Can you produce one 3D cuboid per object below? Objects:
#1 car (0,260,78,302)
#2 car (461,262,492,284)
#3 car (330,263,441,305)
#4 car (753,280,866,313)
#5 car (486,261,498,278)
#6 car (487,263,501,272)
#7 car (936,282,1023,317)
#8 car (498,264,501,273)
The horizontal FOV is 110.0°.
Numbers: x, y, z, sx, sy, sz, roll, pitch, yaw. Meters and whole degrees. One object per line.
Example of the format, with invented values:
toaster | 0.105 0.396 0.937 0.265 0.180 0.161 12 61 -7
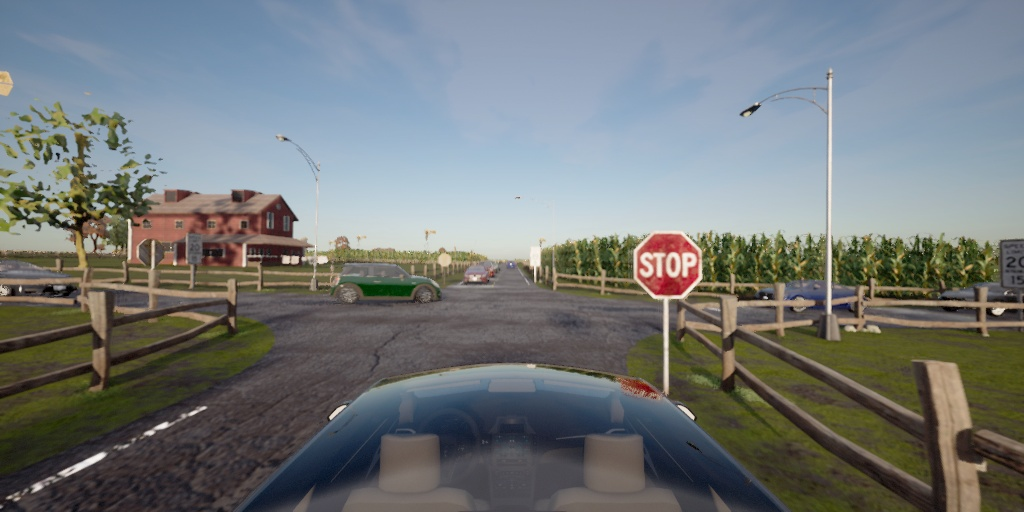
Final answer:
car | -19.748 0.882 13.748 4.902 1.511 2.128 1 -1 0
car | -2.860 1.495 29.394 1.812 1.442 4.674 0 0 -1
car | -5.489 1.145 15.852 4.553 1.767 2.097 3 -1 -26
car | 13.580 1.788 16.472 4.181 1.385 1.994 1 -1 -1
car | -2.900 1.397 38.434 2.097 1.767 4.553 0 0 0
car | -2.850 1.777 57.975 1.994 1.385 4.181 0 -1 0
car | 22.504 1.935 16.408 4.892 1.490 1.837 1 -1 0
car | -2.902 1.480 48.124 2.097 1.767 4.553 0 0 0
